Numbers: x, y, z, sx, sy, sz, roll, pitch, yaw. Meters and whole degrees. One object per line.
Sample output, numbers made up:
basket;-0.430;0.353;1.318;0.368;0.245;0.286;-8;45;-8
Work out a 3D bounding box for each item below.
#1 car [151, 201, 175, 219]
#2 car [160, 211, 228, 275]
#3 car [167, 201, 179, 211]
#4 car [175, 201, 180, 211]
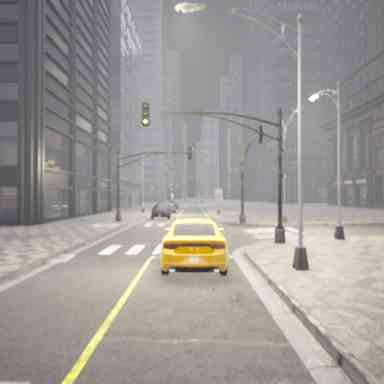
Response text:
car;-3.101;1.924;34.224;1.882;1.535;5.008;0;-1;-1
car;0.072;1.622;11.046;1.882;1.535;5.008;0;-1;0
car;-3.086;2.224;54.932;1.837;1.490;4.892;0;0;0
car;-3.095;2.132;44.701;2.033;1.411;5.357;0;-1;0
